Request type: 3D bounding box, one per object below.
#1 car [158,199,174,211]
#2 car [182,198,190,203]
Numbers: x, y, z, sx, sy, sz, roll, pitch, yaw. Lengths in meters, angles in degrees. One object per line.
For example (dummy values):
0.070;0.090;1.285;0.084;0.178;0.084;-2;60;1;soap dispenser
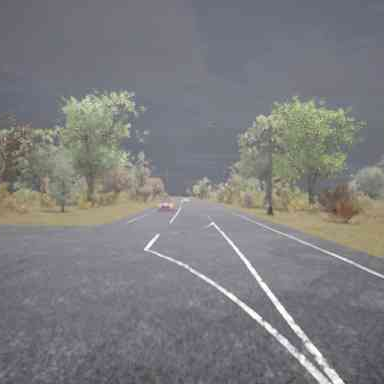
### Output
-3.624;1.792;47.021;2.097;1.767;4.553;0;-1;-1;car
-1.730;2.396;92.677;1.812;1.442;4.674;0;-1;5;car
